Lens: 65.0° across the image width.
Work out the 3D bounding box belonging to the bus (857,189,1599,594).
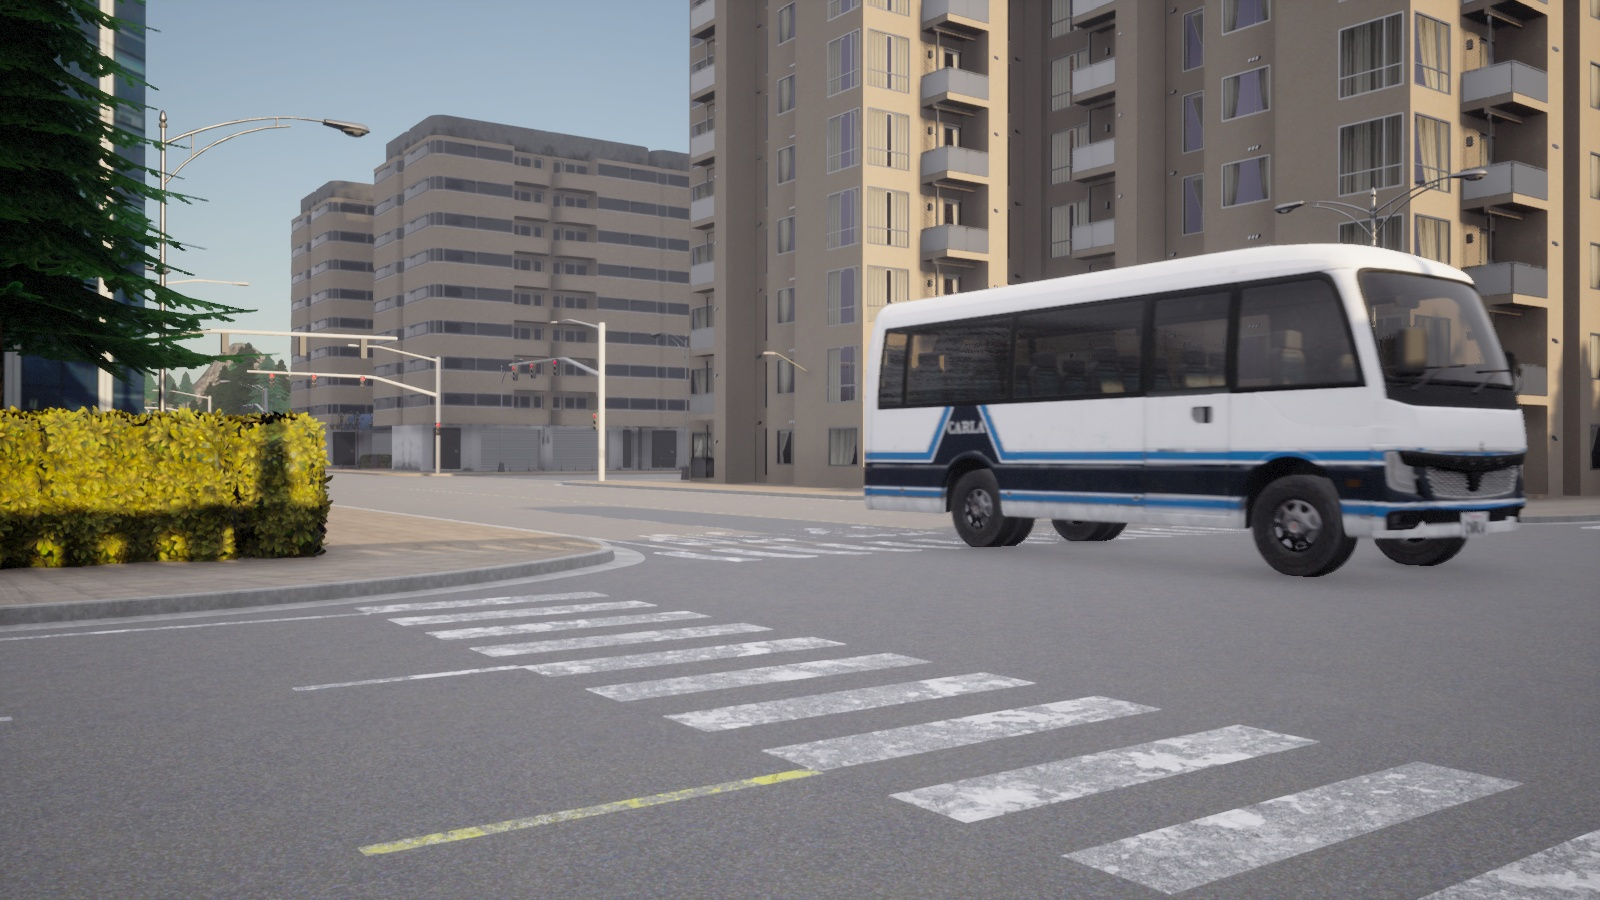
[{"bbox_3d":[5.553,-0.587,18.518,3.944,4.253,10.273,0,0,-35],"label":"bus"}]
